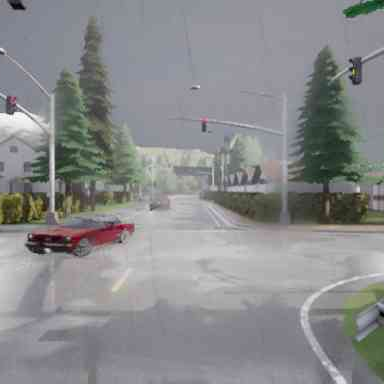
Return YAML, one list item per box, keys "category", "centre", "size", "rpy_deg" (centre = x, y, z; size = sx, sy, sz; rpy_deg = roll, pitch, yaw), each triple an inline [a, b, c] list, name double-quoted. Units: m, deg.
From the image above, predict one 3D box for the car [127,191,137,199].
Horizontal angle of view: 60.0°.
- category: "car"
  centre: [-16.759, 0.704, 84.732]
  size: [3.866, 1.878, 1.905]
  rpy_deg: [0, 0, 0]

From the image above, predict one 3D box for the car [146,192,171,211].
- category: "car"
  centre: [-3.492, 1.144, 37.110]
  size: [2.097, 1.767, 4.553]
  rpy_deg: [0, 0, 0]

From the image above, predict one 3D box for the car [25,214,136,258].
- category: "car"
  centre: [-4.008, 1.550, 12.805]
  size: [1.895, 1.301, 4.718]
  rpy_deg: [0, 0, 16]
